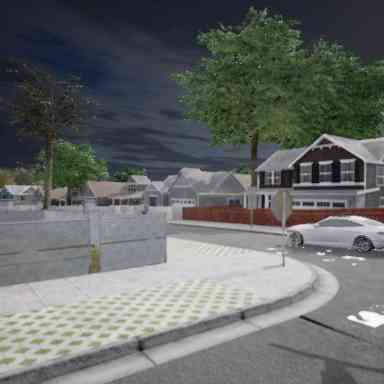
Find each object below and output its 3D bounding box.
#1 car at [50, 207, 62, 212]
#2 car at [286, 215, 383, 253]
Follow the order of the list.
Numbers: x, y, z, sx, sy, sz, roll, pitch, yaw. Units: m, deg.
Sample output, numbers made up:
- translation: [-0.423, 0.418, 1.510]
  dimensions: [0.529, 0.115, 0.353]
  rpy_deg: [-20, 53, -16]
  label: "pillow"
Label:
- translation: [-19.357, 2.815, 46.318]
  dimensions: [2.128, 1.511, 4.902]
  rpy_deg: [1, -2, -38]
  label: "car"
- translation: [6.461, 1.765, 14.643]
  dimensions: [1.812, 1.442, 4.674]
  rpy_deg: [-1, -1, -45]
  label: "car"
